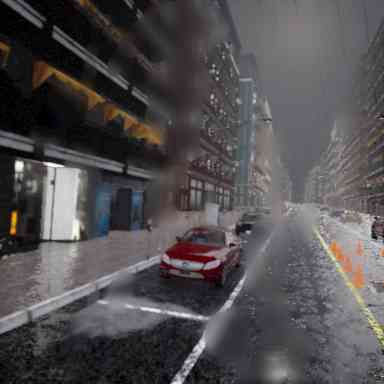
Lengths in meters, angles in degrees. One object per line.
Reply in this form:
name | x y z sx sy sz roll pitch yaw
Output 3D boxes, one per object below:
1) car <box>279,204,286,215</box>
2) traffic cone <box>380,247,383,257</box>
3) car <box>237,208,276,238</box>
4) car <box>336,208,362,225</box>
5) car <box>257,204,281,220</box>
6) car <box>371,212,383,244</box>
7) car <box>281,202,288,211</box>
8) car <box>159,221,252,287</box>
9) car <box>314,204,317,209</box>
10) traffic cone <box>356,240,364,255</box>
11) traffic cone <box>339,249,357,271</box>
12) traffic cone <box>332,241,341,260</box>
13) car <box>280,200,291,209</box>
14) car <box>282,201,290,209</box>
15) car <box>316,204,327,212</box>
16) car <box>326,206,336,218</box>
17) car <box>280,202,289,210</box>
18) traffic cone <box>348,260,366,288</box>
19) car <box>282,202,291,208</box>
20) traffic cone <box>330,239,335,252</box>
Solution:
car | 8.957 2.285 36.898 2.008 1.369 4.403 4 0 18
traffic cone | 8.201 2.436 14.118 0.340 0.580 0.340 2 -1 17
car | 3.867 1.929 20.689 1.947 1.339 4.313 4 0 18
car | 16.519 2.555 34.691 1.752 1.417 4.829 4 0 18
car | 5.573 1.927 26.091 1.967 1.590 4.097 4 0 18
car | 11.394 1.970 18.319 2.192 1.841 5.009 4 0 18
car | 12.350 2.527 47.705 1.887 1.381 4.507 4 0 18
car | 0.474 1.698 9.882 1.802 1.307 4.206 4 0 18
car | 33.426 3.843 88.560 1.947 1.339 4.313 4 0 18
traffic cone | 7.249 2.399 14.418 0.340 0.580 0.340 2 -1 17
traffic cone | 5.098 2.275 10.902 0.340 0.580 0.340 2 -1 17
traffic cone | 5.697 2.319 12.810 0.340 0.580 0.340 2 -1 17
car | 22.544 3.049 80.123 2.192 1.841 5.009 4 0 18
car | 15.743 2.775 58.512 1.887 1.381 4.507 4 0 18
car | 26.643 3.323 66.946 2.008 1.369 4.403 4 0 18
car | 19.858 2.840 45.335 1.947 1.339 4.313 4 0 18
car | 20.781 3.128 74.557 1.752 1.417 4.829 4 0 18
traffic cone | 4.499 2.232 8.994 0.340 0.580 0.340 2 -1 17
car | 25.918 3.537 90.929 2.008 1.369 4.403 4 0 18
traffic cone | 6.295 2.362 14.717 0.340 0.580 0.340 2 -1 17
